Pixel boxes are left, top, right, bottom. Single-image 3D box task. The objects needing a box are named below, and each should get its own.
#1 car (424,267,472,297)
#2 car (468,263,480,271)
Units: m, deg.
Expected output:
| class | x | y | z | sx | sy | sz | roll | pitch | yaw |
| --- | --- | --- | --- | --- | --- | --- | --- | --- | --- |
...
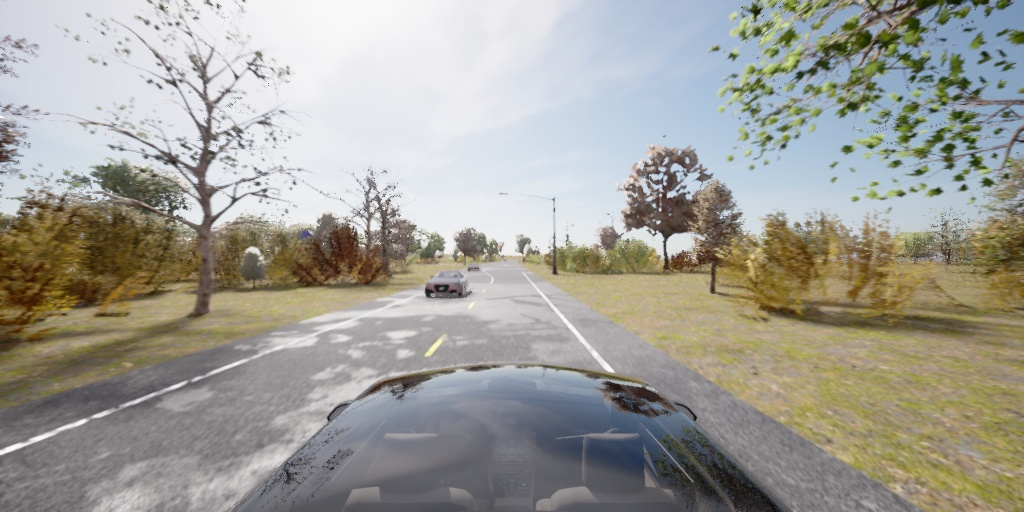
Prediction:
| class | x | y | z | sx | sy | sz | roll | pitch | yaw |
| --- | --- | --- | --- | --- | --- | --- | --- | --- | --- |
| car | -3.640 | 1.517 | 20.503 | 1.994 | 1.385 | 4.181 | 0 | -1 | 0 |
| car | -6.590 | 1.913 | 62.082 | 1.994 | 1.385 | 4.181 | 0 | -1 | -5 |
